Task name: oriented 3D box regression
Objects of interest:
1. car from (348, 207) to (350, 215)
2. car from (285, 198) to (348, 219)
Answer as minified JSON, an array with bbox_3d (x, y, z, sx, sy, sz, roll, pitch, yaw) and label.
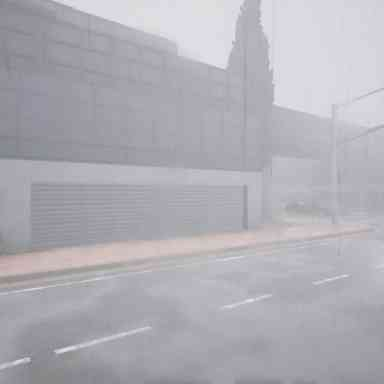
[{"bbox_3d":[12.742,1.351,32.123,2.097,1.767,4.553,0,0,-37],"label":"car"},{"bbox_3d":[10.552,1.493,29.201,2.128,1.511,4.902,0,0,-37],"label":"car"}]
